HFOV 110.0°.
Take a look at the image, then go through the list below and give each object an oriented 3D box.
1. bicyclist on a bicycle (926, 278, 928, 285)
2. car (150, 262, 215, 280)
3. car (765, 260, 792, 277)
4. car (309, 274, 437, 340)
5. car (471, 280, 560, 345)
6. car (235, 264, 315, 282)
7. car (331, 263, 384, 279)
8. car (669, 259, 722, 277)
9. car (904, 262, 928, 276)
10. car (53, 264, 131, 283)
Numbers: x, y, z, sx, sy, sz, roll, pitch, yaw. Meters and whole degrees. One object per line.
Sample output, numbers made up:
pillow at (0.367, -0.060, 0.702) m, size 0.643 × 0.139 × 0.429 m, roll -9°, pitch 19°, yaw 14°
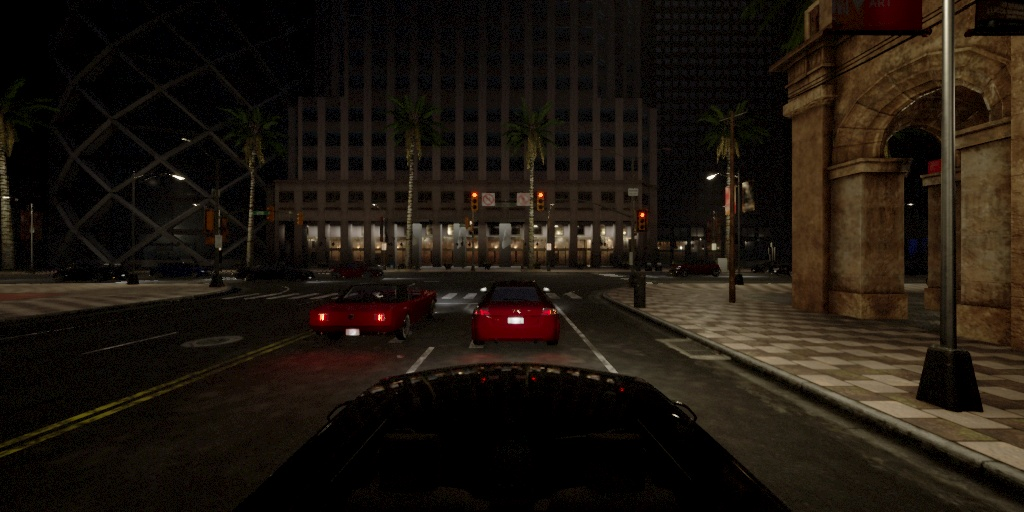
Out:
bicyclist on a bicycle at (24.678, 1.051, 20.563) m, size 0.582 × 1.620 × 1.656 m, roll 0°, pitch 0°, yaw 0°
car at (-28.579, 1.276, 31.206) m, size 4.674 × 1.442 × 1.812 m, roll 0°, pitch 0°, yaw -3°
car at (28.192, 1.242, 35.035) m, size 4.902 × 1.511 × 2.128 m, roll 0°, pitch 0°, yaw 0°
car at (-3.417, 1.351, 9.939) m, size 1.895 × 1.301 × 4.718 m, roll 0°, pitch 0°, yaw 0°
car at (0.082, 1.314, 9.476) m, size 1.994 × 1.385 × 4.181 m, roll 0°, pitch 0°, yaw 0°
car at (-18.403, 1.298, 27.953) m, size 5.357 × 1.411 × 2.033 m, roll 0°, pitch 0°, yaw 0°
car at (-13.510, 1.314, 31.438) m, size 4.181 × 1.385 × 1.994 m, roll 0°, pitch 0°, yaw 0°
car at (17.817, 1.102, 35.066) m, size 4.553 × 1.767 × 2.097 m, roll 0°, pitch 0°, yaw 0°
car at (38.627, 1.297, 34.990) m, size 5.357 × 1.411 × 2.033 m, roll 0°, pitch 0°, yaw 1°
car at (-32.013, 1.313, 27.479) m, size 4.181 × 1.385 × 1.994 m, roll 0°, pitch 0°, yaw -7°
